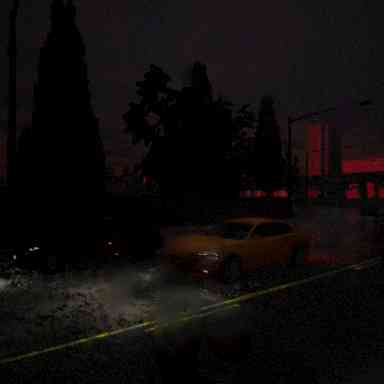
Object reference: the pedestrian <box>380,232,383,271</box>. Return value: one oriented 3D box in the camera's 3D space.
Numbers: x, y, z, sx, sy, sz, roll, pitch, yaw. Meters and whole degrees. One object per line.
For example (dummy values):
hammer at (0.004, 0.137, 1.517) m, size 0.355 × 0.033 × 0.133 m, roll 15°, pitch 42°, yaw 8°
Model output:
pedestrian at (5.638, 1.370, 9.331) m, size 0.375 × 1.860 × 0.375 m, roll 0°, pitch -1°, yaw -41°

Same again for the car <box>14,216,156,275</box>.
car at (-3.064, 1.536, 10.643) m, size 4.674 × 1.442 × 1.812 m, roll 0°, pitch 0°, yaw -38°

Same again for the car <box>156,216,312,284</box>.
car at (1.614, 1.518, 9.903) m, size 5.008 × 1.535 × 1.882 m, roll 1°, pitch 0°, yaw -40°

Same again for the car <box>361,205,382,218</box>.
car at (23.288, 2.483, 43.367) m, size 1.882 × 1.535 × 5.008 m, roll 0°, pitch -1°, yaw 20°
